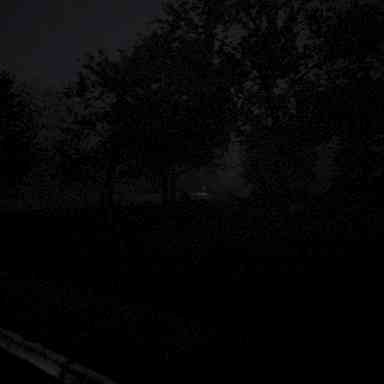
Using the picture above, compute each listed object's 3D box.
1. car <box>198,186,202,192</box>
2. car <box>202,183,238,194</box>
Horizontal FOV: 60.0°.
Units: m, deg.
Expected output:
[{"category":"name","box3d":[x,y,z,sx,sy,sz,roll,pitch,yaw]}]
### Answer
[{"category":"car","box3d":[3.342,-0.827,57.893,4.553,1.767,2.097,-3,3,-25]},{"category":"car","box3d":[4.900,-0.514,54.768,5.357,1.411,2.033,-3,3,-25]}]
